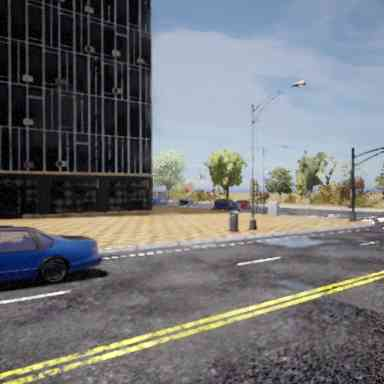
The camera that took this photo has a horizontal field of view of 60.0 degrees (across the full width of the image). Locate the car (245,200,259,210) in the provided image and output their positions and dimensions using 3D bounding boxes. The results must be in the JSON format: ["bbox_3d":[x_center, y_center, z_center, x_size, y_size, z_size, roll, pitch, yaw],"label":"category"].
[{"bbox_3d":[7.804,1.883,49.401,1.812,1.442,4.674,0,0,-33],"label":"car"}]

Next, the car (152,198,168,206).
[{"bbox_3d":[-6.487,1.883,65.598,1.882,1.535,5.008,0,0,-33],"label":"car"}]

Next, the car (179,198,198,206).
[{"bbox_3d":[-0.733,1.866,62.629,2.128,1.511,4.902,0,0,-32],"label":"car"}]

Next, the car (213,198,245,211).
[{"bbox_3d":[4.987,1.731,47.767,2.097,1.767,4.553,0,0,-33],"label":"car"}]

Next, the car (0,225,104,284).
[{"bbox_3d":[-4.974,1.552,8.119,5.357,1.411,2.033,1,0,-35],"label":"car"}]
